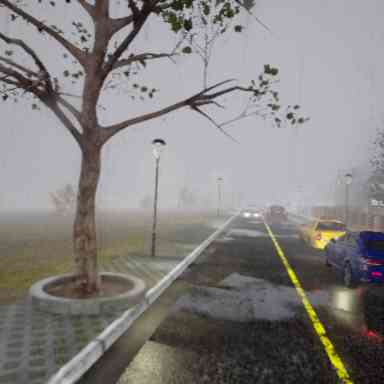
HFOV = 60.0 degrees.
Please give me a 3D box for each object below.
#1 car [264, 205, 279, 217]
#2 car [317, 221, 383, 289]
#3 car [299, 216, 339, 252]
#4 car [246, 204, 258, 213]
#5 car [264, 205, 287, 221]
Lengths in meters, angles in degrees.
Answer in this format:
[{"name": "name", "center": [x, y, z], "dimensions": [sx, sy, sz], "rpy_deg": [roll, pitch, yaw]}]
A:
[{"name": "car", "center": [11.264, 2.614, 47.307], "dimensions": [1.812, 1.442, 4.674], "rpy_deg": [3, -1, 10]}, {"name": "car", "center": [5.270, 1.896, 9.954], "dimensions": [1.812, 1.442, 4.674], "rpy_deg": [3, -1, 10]}, {"name": "car", "center": [6.387, 1.948, 16.042], "dimensions": [1.801, 1.575, 5.366], "rpy_deg": [3, -1, 10]}, {"name": "car", "center": [9.673, 2.688, 53.898], "dimensions": [1.895, 1.301, 4.718], "rpy_deg": [3, -1, 10]}, {"name": "car", "center": [9.528, 2.242, 37.596], "dimensions": [2.097, 1.767, 4.553], "rpy_deg": [3, -1, 11]}]
